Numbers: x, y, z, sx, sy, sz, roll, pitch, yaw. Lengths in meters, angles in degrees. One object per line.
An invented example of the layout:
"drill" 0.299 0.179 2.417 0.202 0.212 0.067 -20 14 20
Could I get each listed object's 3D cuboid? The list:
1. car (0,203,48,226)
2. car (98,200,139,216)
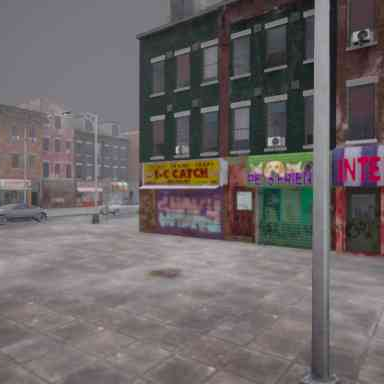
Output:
"car" -12.338 1.489 23.183 1.994 1.385 4.181 0 0 35
"car" -6.512 1.473 31.370 1.895 1.301 4.718 0 0 36
